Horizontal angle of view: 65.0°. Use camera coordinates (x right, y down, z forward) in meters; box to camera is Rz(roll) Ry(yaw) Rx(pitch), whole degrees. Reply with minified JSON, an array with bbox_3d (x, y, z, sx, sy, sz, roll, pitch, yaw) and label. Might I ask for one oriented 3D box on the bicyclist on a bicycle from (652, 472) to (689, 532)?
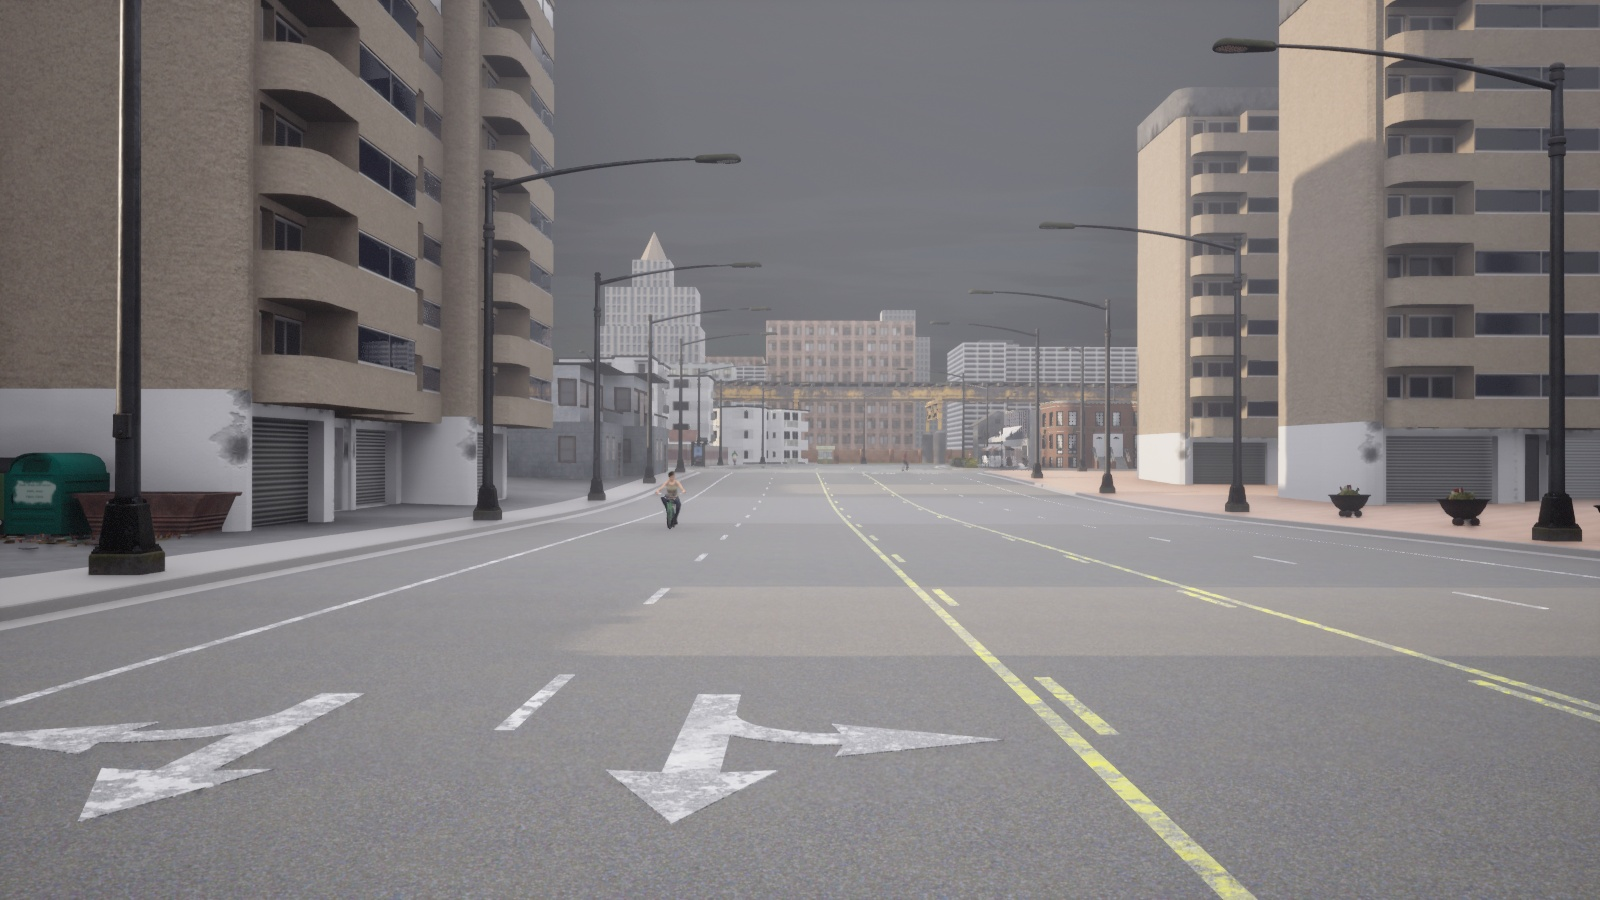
[{"bbox_3d":[-3.580,1.426,34.916,0.866,1.612,1.509,0,-1,0],"label":"bicyclist on a bicycle"}]
